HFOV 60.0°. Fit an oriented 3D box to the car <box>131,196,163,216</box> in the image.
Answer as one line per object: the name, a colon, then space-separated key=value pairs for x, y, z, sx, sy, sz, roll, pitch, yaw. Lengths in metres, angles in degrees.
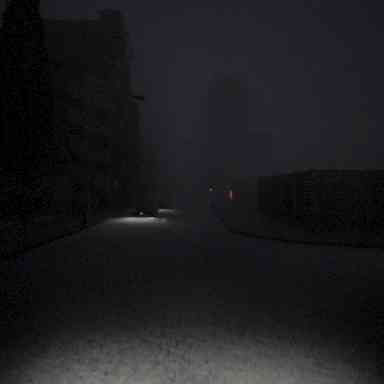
car: x=-4.070 y=1.332 z=29.537 sx=2.033 sy=1.411 sz=5.357 roll=0 pitch=0 yaw=0

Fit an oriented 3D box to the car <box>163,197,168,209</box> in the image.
car: x=-4.074 y=1.233 z=40.012 sx=1.812 sy=1.442 sz=4.674 roll=0 pitch=0 yaw=0
